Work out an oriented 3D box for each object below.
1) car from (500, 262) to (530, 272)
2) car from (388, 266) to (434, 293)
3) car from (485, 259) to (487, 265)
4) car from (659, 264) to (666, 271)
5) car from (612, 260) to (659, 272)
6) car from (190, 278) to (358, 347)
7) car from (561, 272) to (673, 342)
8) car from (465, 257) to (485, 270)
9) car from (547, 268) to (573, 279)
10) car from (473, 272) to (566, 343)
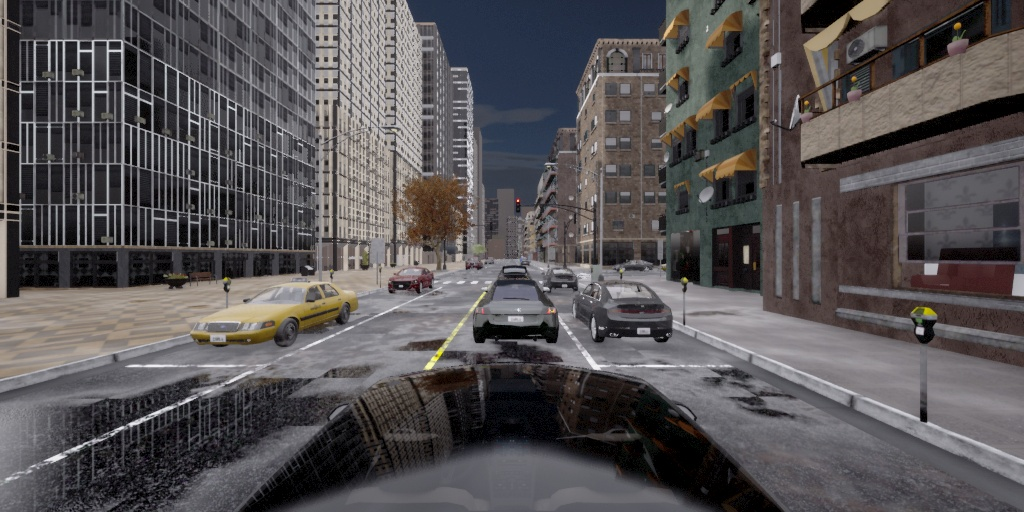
[{"bbox_3d":[0.116,1.259,19.708,1.837,1.490,4.892,0,0,-1],"label":"car"},{"bbox_3d":[-5.679,1.299,20.582,1.888,1.381,4.507,0,0,0],"label":"car"},{"bbox_3d":[-5.655,1.356,58.492,1.948,1.339,4.313,0,0,0],"label":"car"},{"bbox_3d":[18.857,1.006,40.037,4.829,1.417,1.751,0,0,-1],"label":"car"},{"bbox_3d":[13.459,1.108,39.985,4.403,1.370,2.007,0,0,-1],"label":"car"},{"bbox_3d":[-5.686,1.276,9.346,1.751,1.417,4.829,0,0,0],"label":"car"},{"bbox_3d":[2.694,1.301,9.510,2.007,1.370,4.403,0,0,0],"label":"car"},{"bbox_3d":[-5.659,1.098,52.969,2.192,1.841,5.009,0,0,0],"label":"car"},{"bbox_3d":[2.701,1.305,20.576,2.007,1.370,4.403,0,0,0],"label":"car"},{"bbox_3d":[0.092,1.315,9.659,1.994,1.385,4.181,0,0,0],"label":"car"}]
